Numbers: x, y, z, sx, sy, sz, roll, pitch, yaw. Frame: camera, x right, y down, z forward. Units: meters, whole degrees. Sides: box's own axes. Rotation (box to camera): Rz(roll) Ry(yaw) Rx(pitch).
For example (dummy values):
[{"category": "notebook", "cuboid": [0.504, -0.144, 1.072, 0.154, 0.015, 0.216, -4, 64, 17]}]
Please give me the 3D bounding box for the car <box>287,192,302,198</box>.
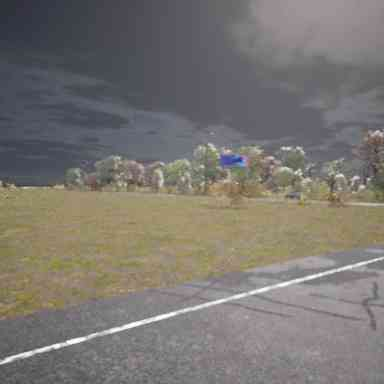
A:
[{"category": "car", "cuboid": [21.861, 0.769, 71.952, 2.097, 1.767, 4.553, 1, 1, -36]}]
